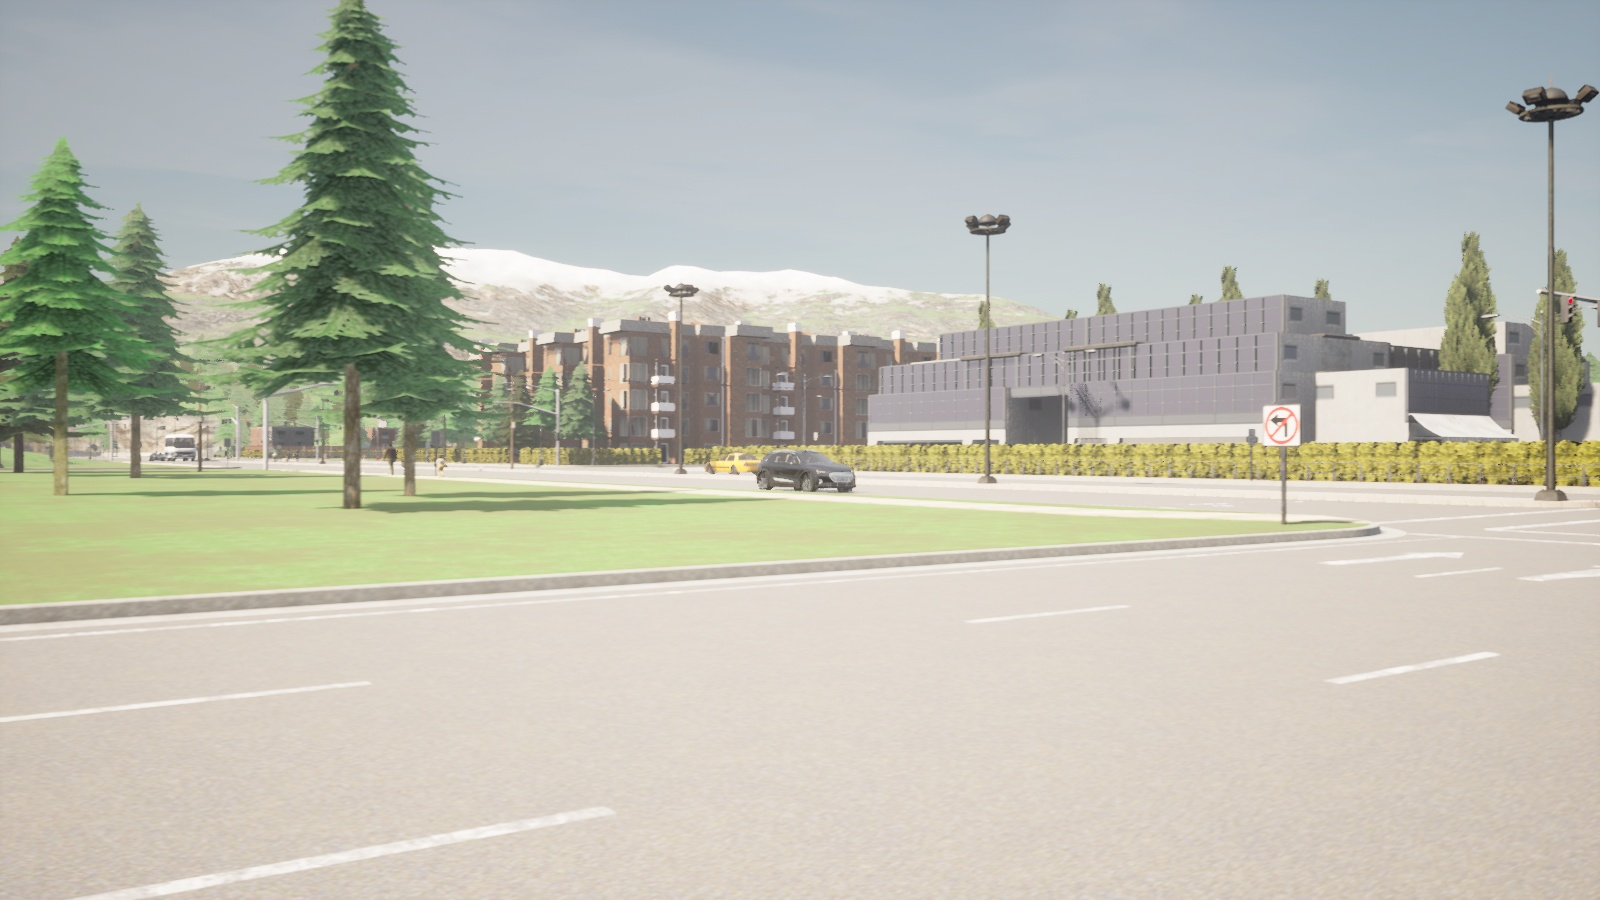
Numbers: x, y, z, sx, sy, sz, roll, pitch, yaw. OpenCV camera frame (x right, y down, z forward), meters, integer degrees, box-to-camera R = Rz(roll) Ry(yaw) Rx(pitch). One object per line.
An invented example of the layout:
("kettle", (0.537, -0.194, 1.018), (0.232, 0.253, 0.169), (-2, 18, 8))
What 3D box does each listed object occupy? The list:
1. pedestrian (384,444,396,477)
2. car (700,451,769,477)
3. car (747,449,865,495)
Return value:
("pedestrian", (-22.881, 0.604, 70.094), (0.431, 1.840, 0.703), (0, 0, -35))
("car", (-4.189, 0.889, 79.971), (1.801, 1.575, 5.366), (0, 0, -35))
("car", (0.159, 0.792, 47.816), (2.033, 1.649, 4.856), (0, 0, -36))
